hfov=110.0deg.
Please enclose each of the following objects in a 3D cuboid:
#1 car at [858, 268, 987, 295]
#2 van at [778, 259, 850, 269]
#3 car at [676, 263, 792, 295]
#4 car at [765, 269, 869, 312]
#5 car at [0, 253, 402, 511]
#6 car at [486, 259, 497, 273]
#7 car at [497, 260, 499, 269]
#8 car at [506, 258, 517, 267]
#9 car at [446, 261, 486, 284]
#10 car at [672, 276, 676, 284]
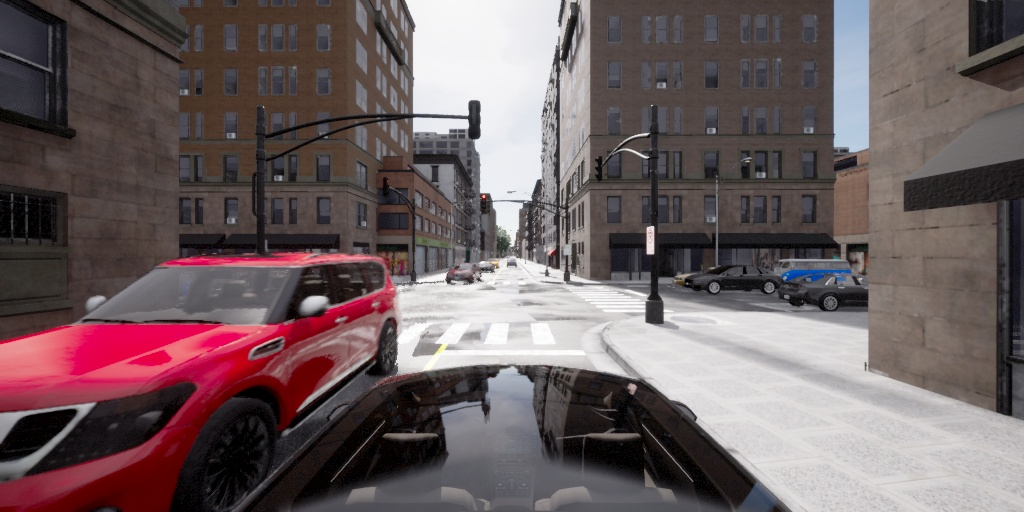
[{"bbox_3d":[21.951,1.345,19.324,4.718,1.301,1.895,0,0,1],"label":"car"},{"bbox_3d":[18.249,1.080,21.929,3.998,1.789,1.690,0,0,1],"label":"van"},{"bbox_3d":[11.918,1.248,19.434,4.892,1.490,1.837,0,0,-1],"label":"car"},{"bbox_3d":[12.514,1.305,13.460,4.403,1.370,2.007,0,0,1],"label":"car"},{"bbox_3d":[-3.101,0.971,4.448,2.150,2.045,5.566,0,0,0],"label":"car"},{"bbox_3d":[-3.125,1.298,42.781,1.994,1.385,4.181,0,0,0],"label":"car"},{"bbox_3d":[-3.117,1.196,57.837,1.882,1.535,5.008,0,0,0],"label":"car"},{"bbox_3d":[-0.038,1.259,63.733,2.033,1.411,5.357,0,0,0],"label":"car"},{"bbox_3d":[-3.491,1.269,26.909,1.812,1.442,4.674,0,0,7],"label":"car"},{"bbox_3d":[12.410,1.263,21.986,4.829,1.417,1.751,0,0,1],"label":"car"}]
